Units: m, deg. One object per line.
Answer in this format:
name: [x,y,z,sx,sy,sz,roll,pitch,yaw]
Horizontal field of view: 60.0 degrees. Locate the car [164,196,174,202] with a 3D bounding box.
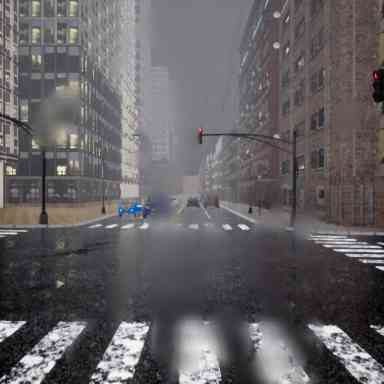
car: [-5.605,1.589,80.523,2.008,1.369,4.403,0,0,0]

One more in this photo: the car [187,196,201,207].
car: [0.152,1.563,50.001,2.033,1.411,5.357,0,0,0]

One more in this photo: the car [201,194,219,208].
car: [2.740,1.329,47.210,2.192,1.841,5.009,0,0,0]

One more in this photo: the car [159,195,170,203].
car: [-5.617,1.469,69.421,1.967,1.590,4.097,0,0,0]

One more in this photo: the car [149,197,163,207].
car: [-5.634,1.543,52.598,1.752,1.417,4.829,0,0,0]

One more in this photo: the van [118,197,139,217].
van: [-5.658,1.347,30.565,1.690,1.788,3.998,0,0,0]

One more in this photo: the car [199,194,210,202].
car: [2.769,1.349,74.964,2.192,1.841,5.009,0,0,0]

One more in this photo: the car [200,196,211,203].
car: [2.764,1.580,69.413,2.008,1.369,4.403,0,0,0]

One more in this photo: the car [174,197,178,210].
car: [-3.054,1.611,39.944,1.895,1.301,4.718,0,0,0]

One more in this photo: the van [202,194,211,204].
van: [2.757,1.366,63.863,1.690,1.788,3.998,0,0,0]

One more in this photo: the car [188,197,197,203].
car: [0.154,1.630,69.777,1.895,1.301,4.718,0,0,0]

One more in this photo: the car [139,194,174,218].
car: [-3.075,1.227,30.234,2.150,2.045,5.566,0,0,0]
